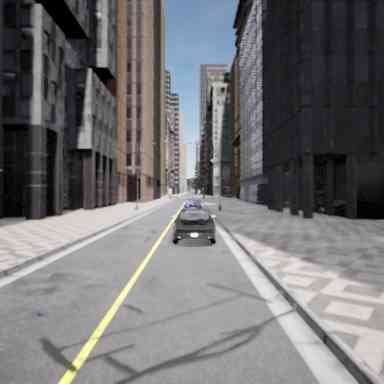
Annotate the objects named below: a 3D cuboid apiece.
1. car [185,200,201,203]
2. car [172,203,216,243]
[{"bbox_3d":[0.105,1.574,38.836,1.895,1.301,4.718,0,0,0],"label":"car"},{"bbox_3d":[0.102,1.502,15.992,1.837,1.490,4.892,0,0,0],"label":"car"}]
